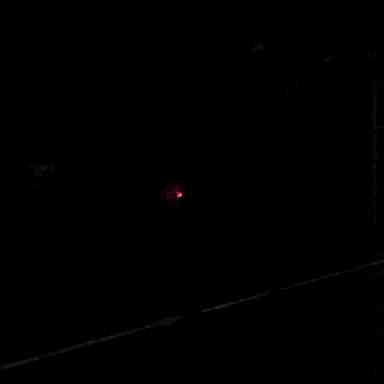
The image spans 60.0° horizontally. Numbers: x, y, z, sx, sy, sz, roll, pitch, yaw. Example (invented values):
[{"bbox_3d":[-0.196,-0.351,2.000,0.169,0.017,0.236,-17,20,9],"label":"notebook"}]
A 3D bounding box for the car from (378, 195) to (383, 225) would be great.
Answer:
[{"bbox_3d":[13.908,1.221,19.856,2.150,2.045,5.566,0,0,-42],"label":"car"}]
